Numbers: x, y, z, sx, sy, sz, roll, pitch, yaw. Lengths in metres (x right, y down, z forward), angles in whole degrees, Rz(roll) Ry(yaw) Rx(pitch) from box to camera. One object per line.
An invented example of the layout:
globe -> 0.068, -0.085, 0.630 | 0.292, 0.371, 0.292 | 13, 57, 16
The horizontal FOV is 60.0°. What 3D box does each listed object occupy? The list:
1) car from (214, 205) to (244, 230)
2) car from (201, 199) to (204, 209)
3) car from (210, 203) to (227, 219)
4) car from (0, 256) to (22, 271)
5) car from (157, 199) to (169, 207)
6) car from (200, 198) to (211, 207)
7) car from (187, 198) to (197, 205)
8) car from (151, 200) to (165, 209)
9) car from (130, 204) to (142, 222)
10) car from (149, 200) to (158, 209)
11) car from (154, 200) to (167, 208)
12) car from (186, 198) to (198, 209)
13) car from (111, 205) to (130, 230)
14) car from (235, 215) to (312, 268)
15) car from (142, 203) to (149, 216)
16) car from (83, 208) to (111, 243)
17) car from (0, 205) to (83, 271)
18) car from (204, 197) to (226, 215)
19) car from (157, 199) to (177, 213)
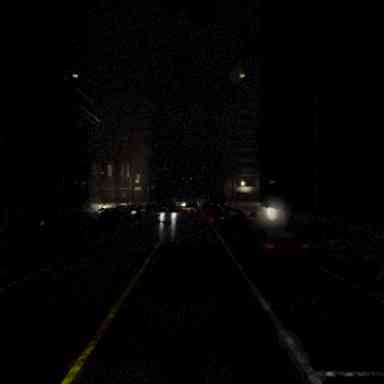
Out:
car -> 2.746, 1.790, 22.691 | 1.802, 1.307, 4.206 | 0, -1, 0
car -> 2.723, 2.100, 56.507 | 1.947, 1.339, 4.313 | 0, -1, 0
car -> 2.742, 1.843, 28.328 | 1.802, 1.307, 4.206 | 0, -1, 0
car -> -3.101, 1.544, 1.898 | 1.812, 1.442, 4.674 | 0, -1, 0
car -> -5.809, 2.199, 67.772 | 2.008, 1.369, 4.403 | 0, -1, 0
car -> 2.715, 2.089, 67.780 | 1.967, 1.590, 4.097 | 0, -1, 0
car -> -0.045, 2.048, 70.913 | 1.994, 1.385, 4.181 | 0, -1, 0
car -> -5.802, 2.100, 56.499 | 1.947, 1.339, 4.313 | 0, -1, 0
car -> -5.783, 1.811, 28.317 | 2.008, 1.369, 4.403 | 0, -1, 0
car -> -5.798, 2.059, 50.862 | 1.802, 1.307, 4.206 | 0, -1, 0
car -> -5.805, 2.157, 62.135 | 1.947, 1.339, 4.313 | 0, -1, 0
car -> -0.032, 2.124, 55.396 | 1.895, 1.301, 4.718 | 0, -1, 0
car -> -5.779, 1.773, 22.681 | 1.947, 1.339, 4.313 | 0, -1, 0
car -> 2.753, 1.687, 11.419 | 1.802, 1.307, 4.206 | 0, -1, 0
car -> -5.787, 1.895, 33.954 | 1.802, 1.307, 4.206 | 0, -1, 0
car -> -5.776, 1.722, 17.044 | 1.947, 1.339, 4.313 | 0, -1, 0
car -> -5.773, 1.420, 11.410 | 2.192, 1.841, 5.009 | 0, -1, 0
car -> 2.975, 1.595, 39.851 | 2.150, 2.045, 5.566 | 0, -1, 0
car -> -3.116, 1.918, 44.102 | 1.837, 1.490, 4.892 | 0, -1, 0
